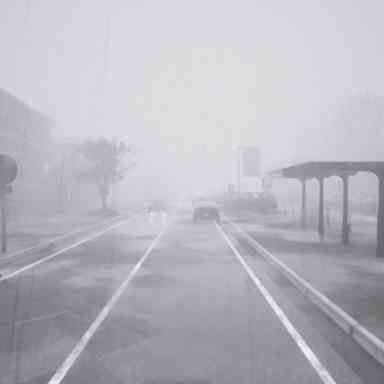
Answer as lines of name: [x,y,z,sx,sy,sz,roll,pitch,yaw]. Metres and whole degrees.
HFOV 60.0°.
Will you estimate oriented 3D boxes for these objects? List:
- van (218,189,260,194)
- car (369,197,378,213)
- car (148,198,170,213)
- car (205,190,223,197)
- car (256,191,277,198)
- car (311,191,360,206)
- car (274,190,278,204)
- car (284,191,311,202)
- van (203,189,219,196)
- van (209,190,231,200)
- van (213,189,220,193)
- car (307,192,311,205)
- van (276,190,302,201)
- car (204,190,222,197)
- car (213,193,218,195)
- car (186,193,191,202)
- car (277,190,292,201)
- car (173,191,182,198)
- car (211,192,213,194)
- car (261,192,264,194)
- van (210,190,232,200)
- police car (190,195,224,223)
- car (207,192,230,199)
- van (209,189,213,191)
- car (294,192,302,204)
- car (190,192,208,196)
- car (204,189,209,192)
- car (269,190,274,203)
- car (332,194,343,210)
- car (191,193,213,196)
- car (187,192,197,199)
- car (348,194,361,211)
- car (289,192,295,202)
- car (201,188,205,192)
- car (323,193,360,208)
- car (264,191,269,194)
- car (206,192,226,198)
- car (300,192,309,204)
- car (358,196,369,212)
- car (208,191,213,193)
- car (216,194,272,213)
van: [5.834,0.992,41.667,4.442,1.987,1.878,0,0,0]
car: [18.631,1.329,28.599,5.366,1.575,1.946,0,0,0]
car: [-3.348,1.358,34.394,1.994,1.385,4.181,0,1,0]
car: [5.618,0.450,86.524,4.553,1.767,2.185,0,1,0]
car: [18.739,0.617,84.115,4.892,1.521,2.231,0,1,0]
car: [18.767,0.959,42.474,5.566,2.045,2.435,0,0,0]
car: [18.795,0.732,61.907,5.566,2.045,2.435,0,1,0]
car: [18.804,1.093,56.360,4.792,1.488,2.163,0,1,0]
van: [5.520,0.210,94.931,4.442,1.987,1.878,0,1,0]
van: [5.792,0.628,69.705,4.442,1.987,1.878,0,1,0]
van: [5.592,0.942,47.277,4.442,1.987,1.878,0,0,0]
car: [18.786,1.188,45.250,4.892,1.521,2.231,0,0,0]
van: [18.879,0.712,64.684,4.442,1.987,1.878,0,1,0]
car: [5.614,0.403,89.327,4.553,1.767,2.185,0,1,0]
car: [5.708,1.193,44.472,5.008,1.535,2.097,0,0,0]
car: [-0.009,1.057,59.382,2.033,1.411,5.357,0,1,0]
car: [18.742,0.773,59.131,5.566,2.045,2.435,0,1,0]
car: [-3.262,0.657,75.092,1.837,1.490,4.892,0,1,0]
car: [5.730,1.138,52.884,4.792,1.488,2.163,0,1,0]
car: [18.776,0.628,75.787,4.553,1.767,2.185,0,1,0]
van: [5.796,0.674,66.903,4.442,1.987,1.878,0,1,0]
police car: [0.971,1.307,24.659,1.930,1.638,5.238,0,1,0]
car: [5.664,0.808,72.512,4.892,1.521,2.231,0,1,0]
van: [5.804,0.767,61.299,4.442,1.987,1.878,0,1,0]
car: [18.968,1.128,50.806,5.366,1.575,1.946,0,1,0]
car: [0.969,1.185,40.759,1.801,1.575,5.366,0,1,0]
car: [5.655,0.695,64.098,5.566,2.045,2.435,0,1,0]
car: [18.944,0.889,67.462,5.366,1.575,1.946,0,1,0]
car: [18.810,1.259,36.925,5.008,1.535,2.097,0,0,0]
car: [0.969,1.245,34.752,1.801,1.575,5.366,0,1,0]
car: [-0.012,0.809,74.403,1.994,1.385,4.181,0,1,0]
car: [18.815,1.284,34.149,4.892,1.521,2.231,0,0,0]
car: [18.750,1.131,53.577,4.792,1.488,2.163,0,1,0]
car: [5.629,0.417,80.917,5.566,2.045,2.435,0,1,0]
car: [18.805,1.235,39.700,5.008,1.535,2.097,0,0,0]
car: [18.783,0.594,70.233,5.566,2.045,2.435,0,1,0]
car: [5.660,0.755,78.118,4.674,1.452,2.002,0,1,0]
car: [18.782,1.160,48.028,5.008,1.535,2.097,0,1,0]
car: [18.842,1.337,31.374,4.792,1.488,2.163,0,1,0]
car: [5.698,1.034,58.495,4.892,1.521,2.231,0,1,0]
car: [5.541,1.263,36.063,5.366,1.575,1.946,0,0,0]
